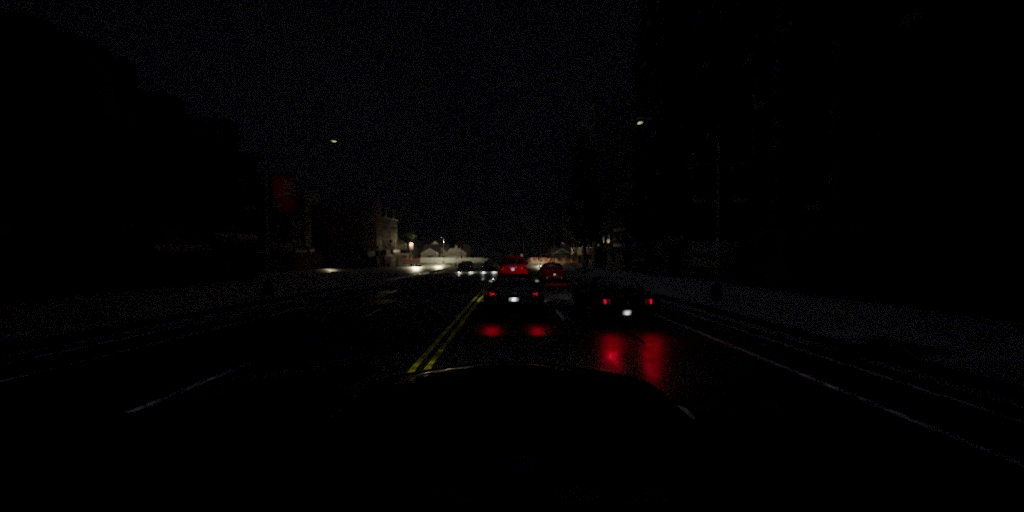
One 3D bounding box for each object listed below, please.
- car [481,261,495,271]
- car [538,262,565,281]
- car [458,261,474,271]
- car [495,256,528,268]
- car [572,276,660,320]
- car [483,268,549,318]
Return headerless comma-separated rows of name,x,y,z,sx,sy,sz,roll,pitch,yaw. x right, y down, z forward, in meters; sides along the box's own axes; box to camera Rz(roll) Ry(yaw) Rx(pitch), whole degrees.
car,-3.320,1.428,52.060,1.837,1.490,4.892,0,0,0
car,3.329,1.282,30.362,1.882,1.535,5.008,0,0,0
car,-6.570,1.400,51.817,1.882,1.535,5.008,0,0,0
car,0.067,1.018,27.787,2.150,2.045,5.566,0,0,0
car,3.315,1.345,12.493,1.895,1.301,4.718,0,0,0
car,0.068,1.308,12.946,1.994,1.385,4.181,0,0,0
